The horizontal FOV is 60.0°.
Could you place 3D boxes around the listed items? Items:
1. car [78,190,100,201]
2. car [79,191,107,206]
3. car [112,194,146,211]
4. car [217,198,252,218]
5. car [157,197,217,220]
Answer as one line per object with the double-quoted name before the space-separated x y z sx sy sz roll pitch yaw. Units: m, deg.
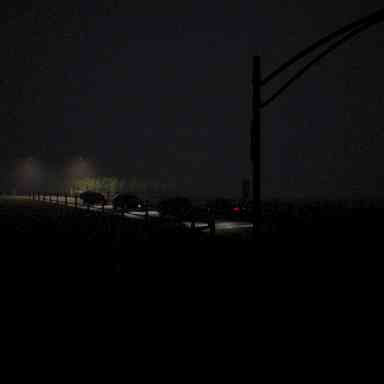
"car" -16.613 0.535 53.479 1.882 1.535 5.008 0 1 -35
"car" -11.723 0.815 40.024 1.812 1.442 4.674 0 1 -35
"car" -6.117 0.970 31.952 1.837 1.490 4.892 0 1 -35
"car" 2.336 1.199 26.289 2.033 1.411 5.357 0 1 -35
"car" -0.718 1.114 24.198 1.882 1.535 5.008 0 1 -35
